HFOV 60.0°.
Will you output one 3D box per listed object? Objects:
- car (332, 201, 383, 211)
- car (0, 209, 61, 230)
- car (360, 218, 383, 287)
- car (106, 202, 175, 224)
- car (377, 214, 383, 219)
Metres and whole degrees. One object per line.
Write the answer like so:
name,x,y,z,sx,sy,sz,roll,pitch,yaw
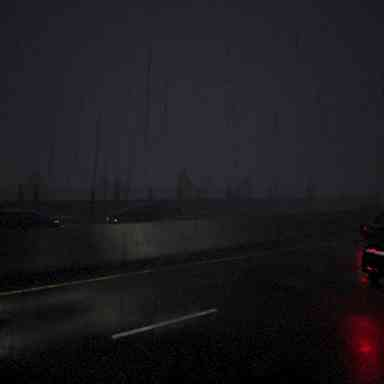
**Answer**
car,12.834,1.487,25.551,5.008,1.535,1.882,0,0,-31
car,-8.470,1.526,15.142,4.674,1.442,1.812,0,0,-35
car,6.046,1.495,8.061,4.902,1.511,2.128,0,0,-36
car,-3.486,1.509,22.967,4.892,1.490,1.837,0,0,-35
car,9.591,1.607,14.865,4.718,1.301,1.895,0,0,-35
